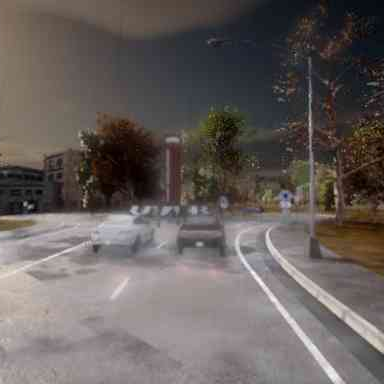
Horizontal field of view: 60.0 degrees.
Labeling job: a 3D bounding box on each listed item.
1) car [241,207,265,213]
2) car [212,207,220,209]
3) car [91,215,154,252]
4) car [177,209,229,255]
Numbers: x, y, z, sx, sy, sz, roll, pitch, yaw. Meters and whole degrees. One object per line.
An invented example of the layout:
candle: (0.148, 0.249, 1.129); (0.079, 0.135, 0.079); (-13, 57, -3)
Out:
car: (13.337, 3.928, 73.298); (5.357, 1.411, 2.033); (-2, -3, 45)
car: (5.770, 4.021, 74.768); (4.181, 1.385, 1.994); (-1, -3, 24)
car: (-2.957, 1.731, 14.856); (1.812, 1.442, 4.674); (0, -1, 5)
car: (0.503, 1.683, 14.192); (2.128, 1.511, 4.902); (0, -1, 5)
